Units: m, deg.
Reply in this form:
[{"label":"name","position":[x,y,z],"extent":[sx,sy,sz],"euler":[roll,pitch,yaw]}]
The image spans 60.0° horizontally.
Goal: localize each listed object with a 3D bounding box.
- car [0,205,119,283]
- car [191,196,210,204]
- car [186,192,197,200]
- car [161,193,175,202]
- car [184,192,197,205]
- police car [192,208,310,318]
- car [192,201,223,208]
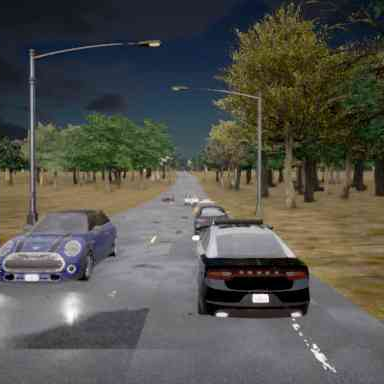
[{"label":"car","position":[-3.611,1.325,9.738],"extent":[2.097,1.767,4.553],"euler":[0,0,0]},{"label":"car","position":[1.020,1.306,23.732],"extent":[1.801,1.575,5.366],"euler":[0,1,0]},{"label":"car","position":[-0.080,0.682,58.234],"extent":[1.895,1.301,4.718],"euler":[0,2,0]},{"label":"car","position":[-3.663,0.874,51.640],"extent":[1.994,1.385,4.181],"euler":[0,2,0]},{"label":"car","position":[-0.040,1.096,45.132],"extent":[1.895,1.301,4.718],"euler":[0,1,0]},{"label":"police car","position":[1.043,1.408,7.654],"extent":[1.930,1.638,5.238],"euler":[0,0,0]},{"label":"car","position":[1.029,1.439,17.544],"extent":[1.812,1.442,4.674],"euler":[0,1,0]}]
